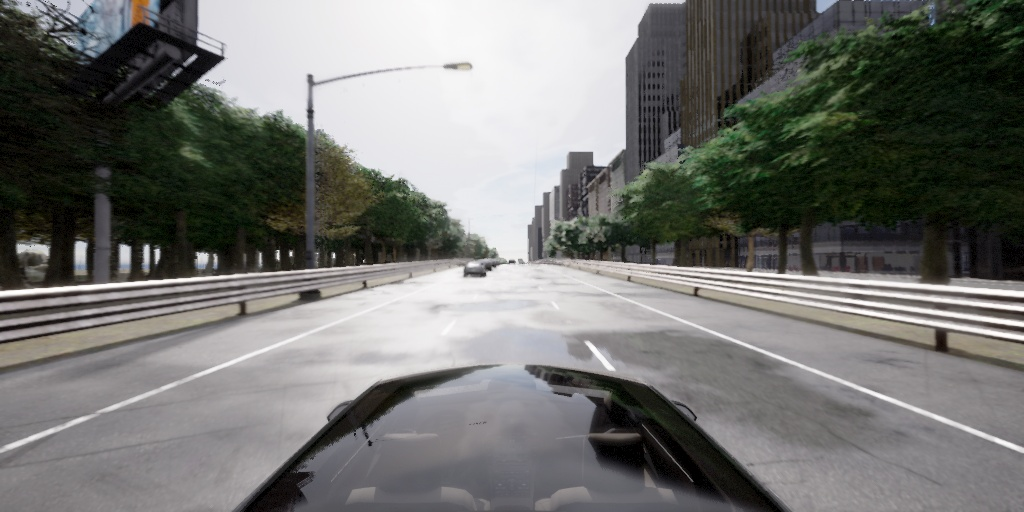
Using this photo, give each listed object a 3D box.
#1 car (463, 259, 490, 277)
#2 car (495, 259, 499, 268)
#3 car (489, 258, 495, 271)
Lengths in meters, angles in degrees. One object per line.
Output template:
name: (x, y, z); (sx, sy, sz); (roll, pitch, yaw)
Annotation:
car: (-3.517, 1.240, 34.465); (1.994, 1.385, 4.181); (0, 0, 0)
car: (-3.529, 1.134, 56.476); (1.837, 1.490, 4.892); (0, 0, 0)
car: (-3.523, 1.111, 45.469); (1.882, 1.535, 5.008); (0, 0, 0)
